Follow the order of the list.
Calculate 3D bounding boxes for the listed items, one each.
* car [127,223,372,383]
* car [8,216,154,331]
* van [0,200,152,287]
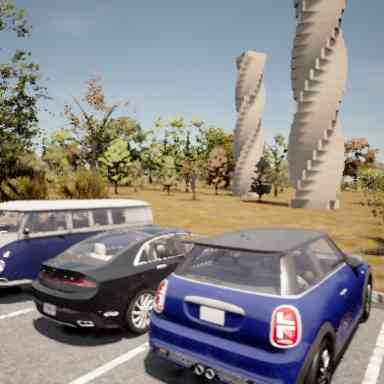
[{"bbox_3d":[1.446,1.342,5.301,2.185,1.767,4.553,1,0,35],"label":"car"},{"bbox_3d":[-0.679,1.446,6.848,2.231,1.521,4.892,1,0,35],"label":"car"},{"bbox_3d":[-2.987,1.193,8.358,1.878,1.987,4.442,1,0,35],"label":"van"}]
